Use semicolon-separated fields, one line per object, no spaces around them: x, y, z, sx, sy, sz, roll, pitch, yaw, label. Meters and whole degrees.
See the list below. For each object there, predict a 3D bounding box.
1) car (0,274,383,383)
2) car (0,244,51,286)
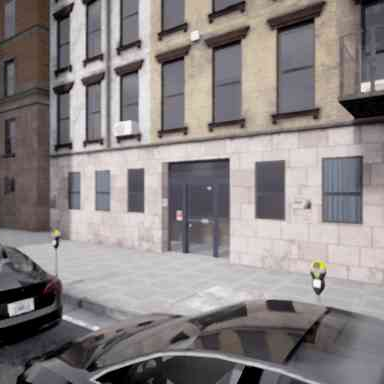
0.449;1.566;2.489;4.313;1.339;1.947;0;0;36;car
-3.955;1.563;5.636;4.313;1.339;1.947;0;0;36;car
